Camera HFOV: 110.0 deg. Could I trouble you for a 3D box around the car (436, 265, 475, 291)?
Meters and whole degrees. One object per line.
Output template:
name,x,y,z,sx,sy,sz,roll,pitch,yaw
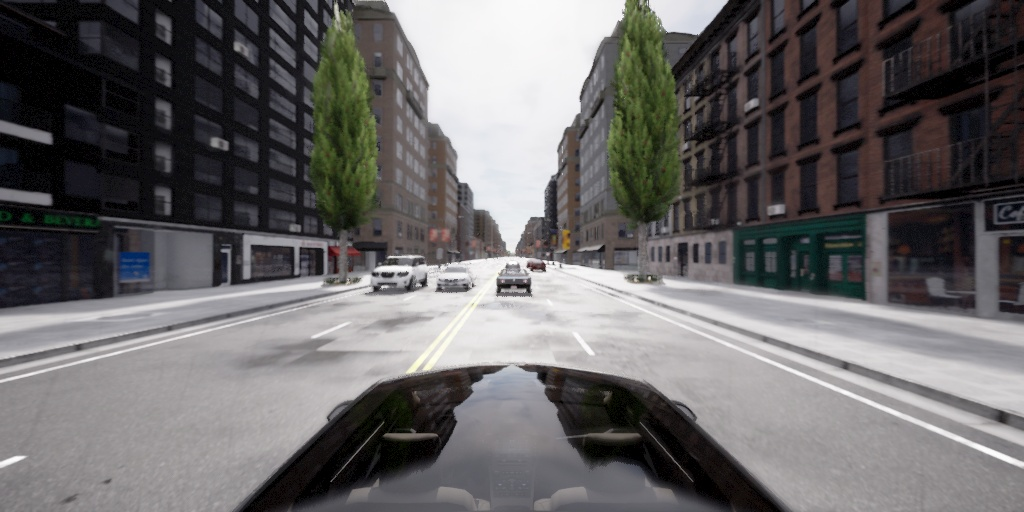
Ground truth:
car,-3.347,1.276,21.946,1.812,1.442,4.674,0,0,0

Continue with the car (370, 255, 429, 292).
car,-6.598,0.971,21.698,2.150,2.045,5.566,0,0,0

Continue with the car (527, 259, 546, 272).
car,3.353,1.225,46.651,1.882,1.535,5.008,0,0,0

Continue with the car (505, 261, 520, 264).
car,0.102,1.311,45.748,1.994,1.385,4.181,0,0,0

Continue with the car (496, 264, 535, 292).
car,0.102,1.351,21.042,1.895,1.301,4.718,0,0,0
